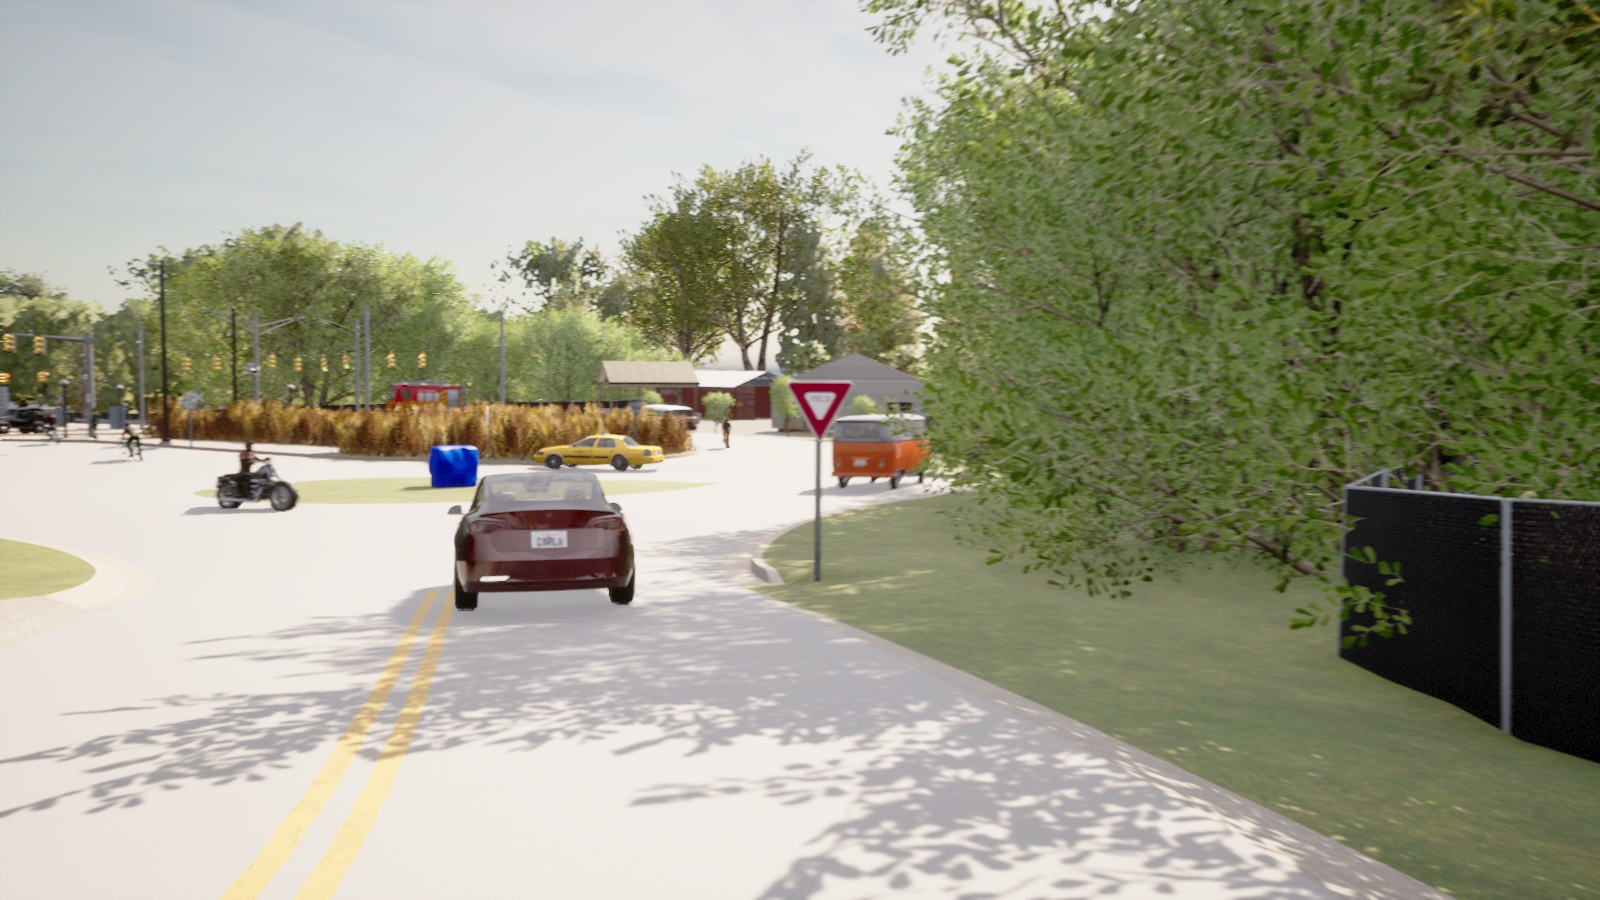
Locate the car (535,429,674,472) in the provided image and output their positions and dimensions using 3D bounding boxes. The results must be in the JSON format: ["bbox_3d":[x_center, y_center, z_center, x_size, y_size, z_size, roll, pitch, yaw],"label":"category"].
[{"bbox_3d":[-8.044,-0.016,51.661,5.366,1.575,1.801,1,3,14],"label":"car"}]

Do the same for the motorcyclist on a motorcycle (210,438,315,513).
[{"bbox_3d":[-12.300,0.563,28.726,2.350,1.649,0.766,1,2,23],"label":"motorcyclist on a motorcycle"}]

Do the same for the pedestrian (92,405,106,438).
[{"bbox_3d":[-39.971,-1.621,71.618,0.614,1.847,0.353,2,4,26],"label":"pedestrian"}]

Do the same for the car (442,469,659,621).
[{"bbox_3d":[-3.106,0.997,15.115,2.163,1.488,4.792,0,-1,-14],"label":"car"}]

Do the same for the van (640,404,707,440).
[{"bbox_3d":[-7.734,-1.746,76.538,2.069,2.038,4.480,-2,4,-37],"label":"van"}]

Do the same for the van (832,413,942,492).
[{"bbox_3d":[2.480,-0.014,34.763,1.775,1.987,4.442,1,2,21],"label":"van"}]
